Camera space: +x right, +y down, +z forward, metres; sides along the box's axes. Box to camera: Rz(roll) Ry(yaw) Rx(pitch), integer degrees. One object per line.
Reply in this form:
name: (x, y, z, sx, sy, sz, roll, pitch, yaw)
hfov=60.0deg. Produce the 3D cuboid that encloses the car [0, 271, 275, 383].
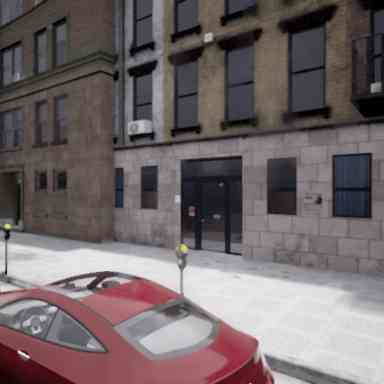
car: (-1.213, 1.577, 3.684, 4.206, 1.307, 1.802, 0, 0, 36)
